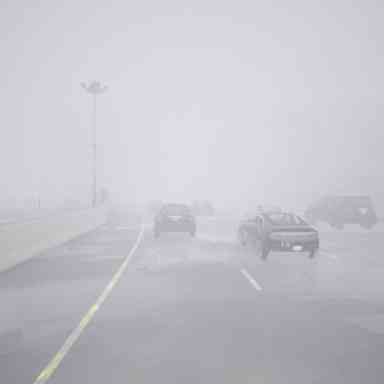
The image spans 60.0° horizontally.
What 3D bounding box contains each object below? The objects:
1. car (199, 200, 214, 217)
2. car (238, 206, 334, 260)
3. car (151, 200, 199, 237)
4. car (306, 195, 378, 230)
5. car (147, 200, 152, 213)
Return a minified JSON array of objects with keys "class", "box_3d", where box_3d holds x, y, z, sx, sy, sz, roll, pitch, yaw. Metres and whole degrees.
[{"class":"car","box_3d":[0.748,1.505,31.103,2.128,1.511,4.902,0,0,-10]},{"class":"car","box_3d":[3.026,1.491,12.501,2.128,1.511,4.902,0,0,-4]},{"class":"car","box_3d":[-1.028,1.363,18.480,2.097,1.767,4.553,0,0,-6]},{"class":"car","box_3d":[9.267,1.211,21.172,2.150,2.045,5.566,0,0,-6]},{"class":"car","box_3d":[-3.982,1.574,37.383,2.033,1.411,5.357,0,0,-12]}]
